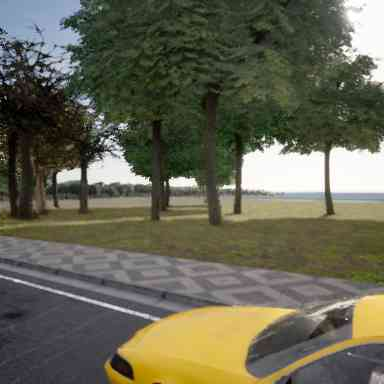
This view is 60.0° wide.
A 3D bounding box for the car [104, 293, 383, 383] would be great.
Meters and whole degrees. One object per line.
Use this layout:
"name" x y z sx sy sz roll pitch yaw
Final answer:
"car" 1.622 1.456 2.405 5.366 1.575 1.801 -1 -1 35
